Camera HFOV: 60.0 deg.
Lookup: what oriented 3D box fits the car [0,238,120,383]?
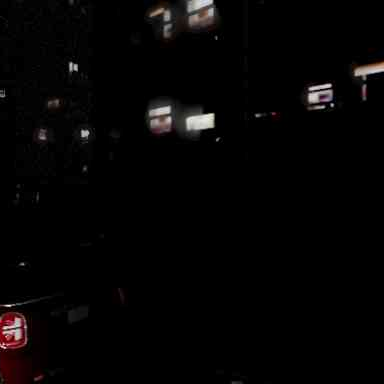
[{"bbox_3d":[-2.876,1.412,4.927,4.097,1.590,1.967,0,0,35],"label":"car"}]

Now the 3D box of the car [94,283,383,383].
[{"bbox_3d":[1.637,1.443,1.708,4.097,1.590,1.967,0,0,35],"label":"car"}]
